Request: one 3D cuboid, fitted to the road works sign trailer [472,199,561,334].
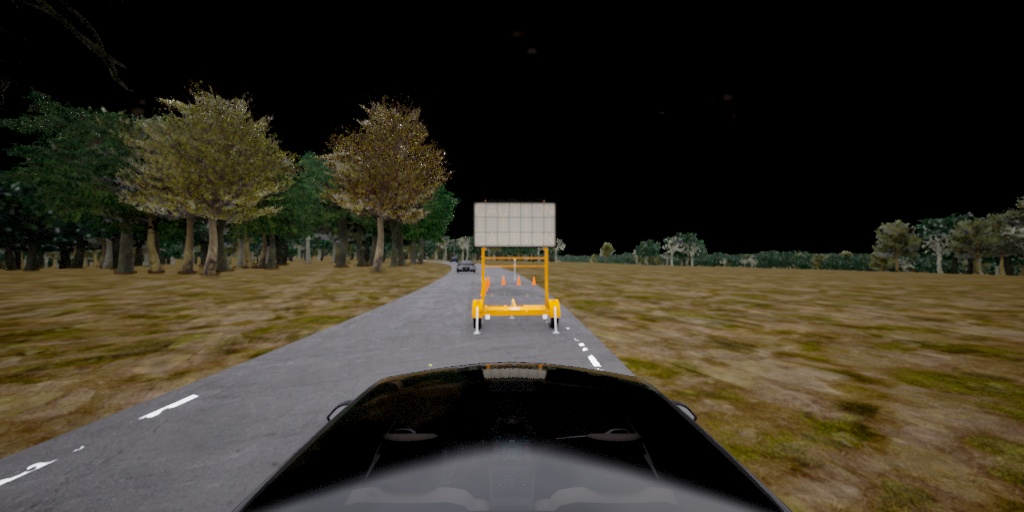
[{"bbox_3d":[0.079,0.166,10.450,2.380,3.560,2.880,0,0,-2],"label":"road works sign trailer"}]

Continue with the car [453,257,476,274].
[{"bbox_3d":[-4.813,1.120,37.742,1.994,1.385,4.181,0,0,-7],"label":"car"}]
